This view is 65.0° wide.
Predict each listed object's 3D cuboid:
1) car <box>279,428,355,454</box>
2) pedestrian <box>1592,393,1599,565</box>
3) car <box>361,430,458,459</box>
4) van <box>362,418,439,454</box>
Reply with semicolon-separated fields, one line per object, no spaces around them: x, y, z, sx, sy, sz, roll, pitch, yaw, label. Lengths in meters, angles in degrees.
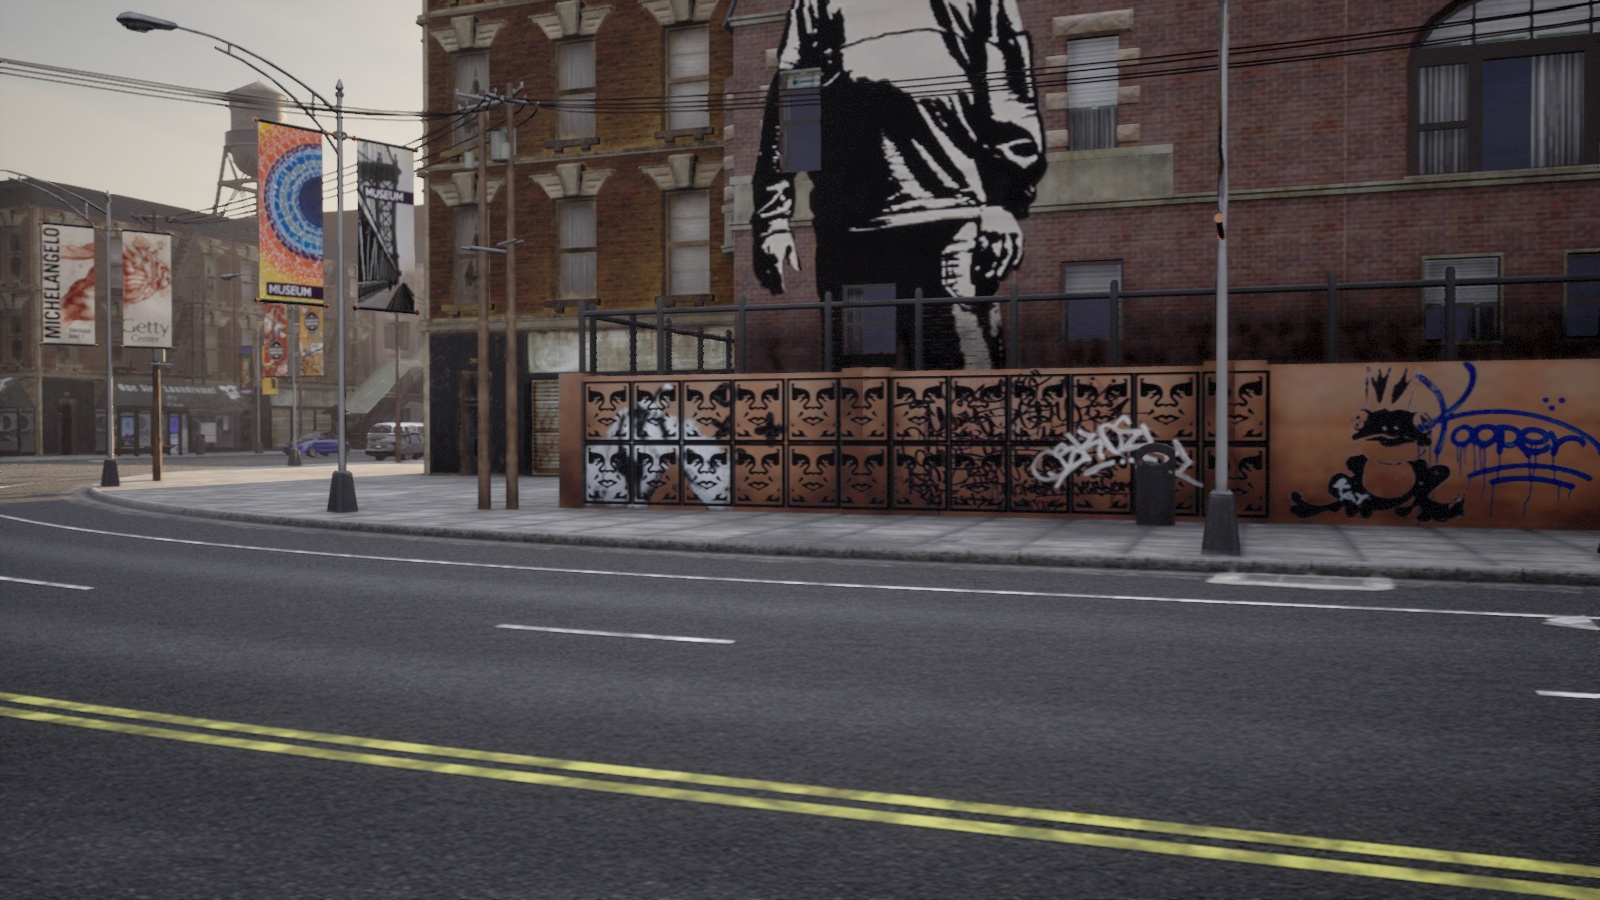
-28.223;-0.535;73.521;1.816;1.474;4.193;1;1;21;car
8.863;0.313;13.363;0.614;1.847;0.353;0;1;3;pedestrian
-20.125;-0.314;64.986;2.033;1.411;5.357;1;1;19;car
-23.865;-0.824;75.180;2.069;2.038;4.480;1;0;21;van
